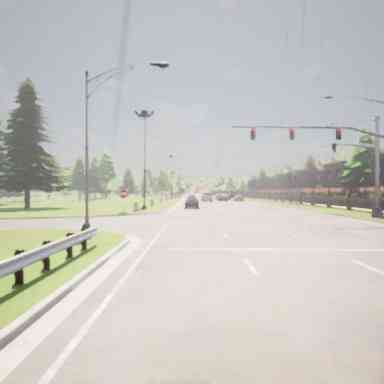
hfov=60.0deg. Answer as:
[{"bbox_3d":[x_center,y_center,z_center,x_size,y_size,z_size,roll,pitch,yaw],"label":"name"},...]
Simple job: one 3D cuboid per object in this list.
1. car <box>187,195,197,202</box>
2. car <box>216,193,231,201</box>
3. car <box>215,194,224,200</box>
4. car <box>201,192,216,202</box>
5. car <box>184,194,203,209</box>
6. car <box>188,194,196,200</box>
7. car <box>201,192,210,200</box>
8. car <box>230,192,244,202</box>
[{"bbox_3d":[-0.001,1.400,75.049,2.128,1.511,4.902,0,0,0],"label":"car"},{"bbox_3d":[6.999,1.428,75.466,1.994,1.385,4.181,0,0,0],"label":"car"},{"bbox_3d":[6.999,1.178,85.469,1.882,1.535,5.008,0,0,0],"label":"car"},{"bbox_3d":[3.499,1.100,75.078,2.150,2.045,5.566,0,0,0],"label":"car"},{"bbox_3d":[0.000,1.423,44.436,2.128,1.511,4.902,0,0,0],"label":"car"},{"bbox_3d":[-0.001,1.240,85.469,2.033,1.411,5.357,0,0,0],"label":"car"},{"bbox_3d":[3.499,0.925,85.498,2.150,2.045,5.566,0,0,0],"label":"car"},{"bbox_3d":[10.499,1.353,75.049,1.882,1.535,5.008,0,0,0],"label":"car"}]
